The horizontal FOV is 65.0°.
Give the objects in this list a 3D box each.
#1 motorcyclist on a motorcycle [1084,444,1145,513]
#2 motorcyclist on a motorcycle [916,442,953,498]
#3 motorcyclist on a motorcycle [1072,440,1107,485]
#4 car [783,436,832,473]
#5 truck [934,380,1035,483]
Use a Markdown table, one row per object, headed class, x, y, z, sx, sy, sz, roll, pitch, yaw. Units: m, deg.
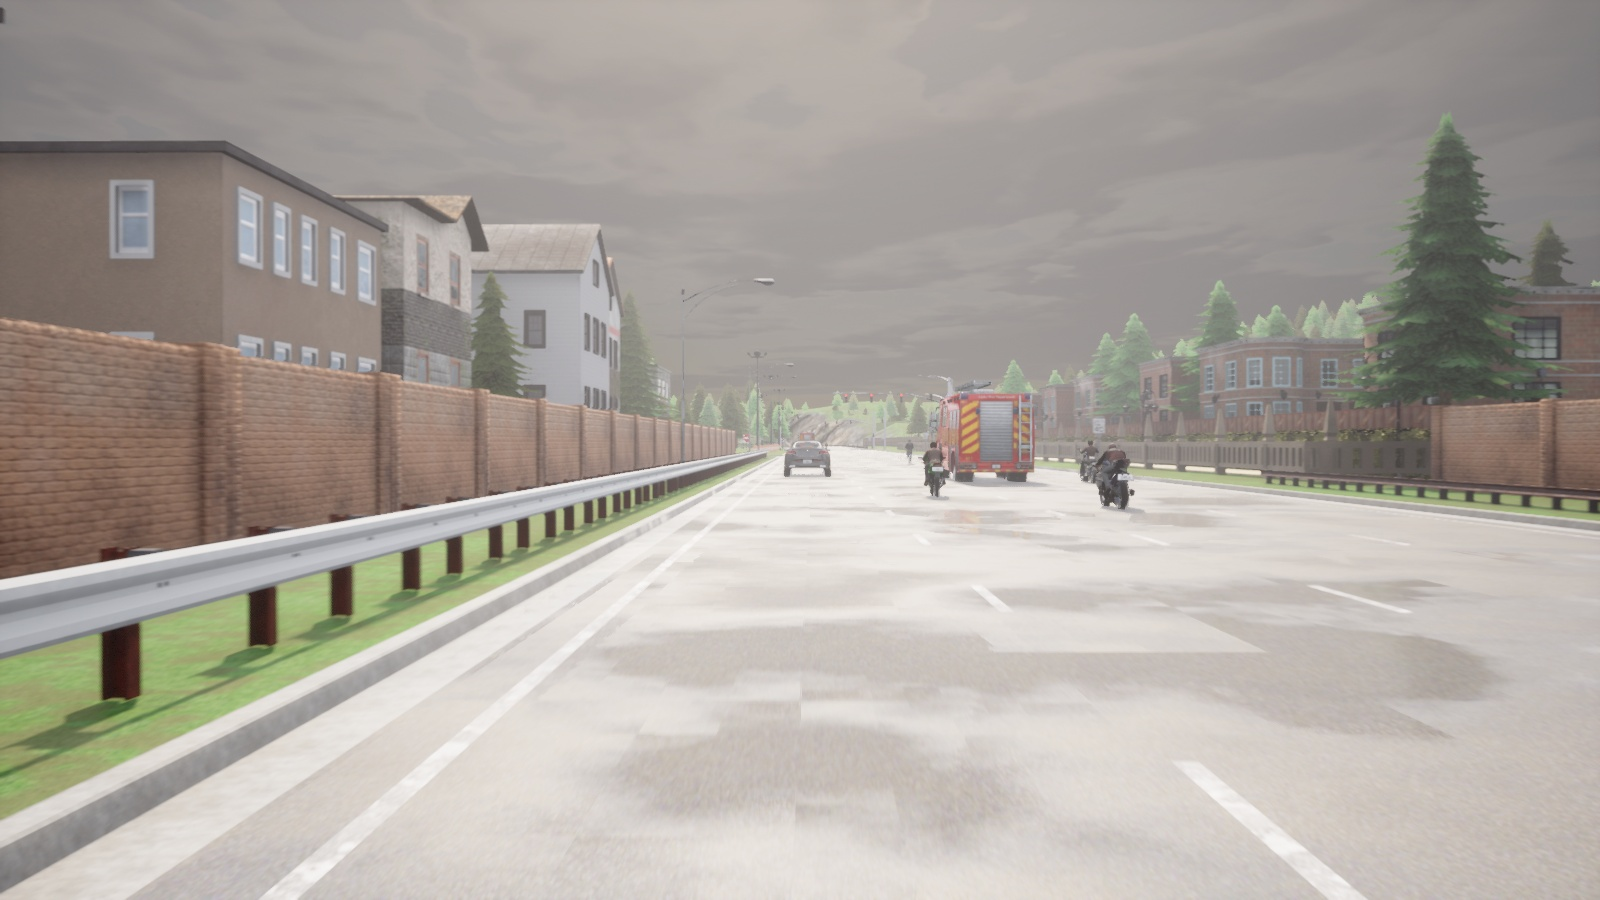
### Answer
| class | x | y | z | sx | sy | sz | roll | pitch | yaw |
| --- | --- | --- | --- | --- | --- | --- | --- | --- | --- |
| motorcyclist on a motorcycle | 7.178 | 0.626 | 28.779 | 0.866 | 1.530 | 2.191 | 0 | 0 | 0 |
| motorcyclist on a motorcycle | 3.713 | 0.536 | 34.822 | 0.797 | 1.523 | 2.044 | 0 | 0 | 0 |
| motorcyclist on a motorcycle | 10.782 | 0.443 | 46.844 | 0.766 | 1.649 | 2.350 | 0 | 0 | 0 |
| car | 0.347 | 0.198 | 58.420 | 2.152 | 1.651 | 5.027 | 0 | 0 | 0 |
| truck | 7.306 | -0.698 | 50.927 | 2.891 | 3.827 | 8.468 | 0 | 0 | 0 |
